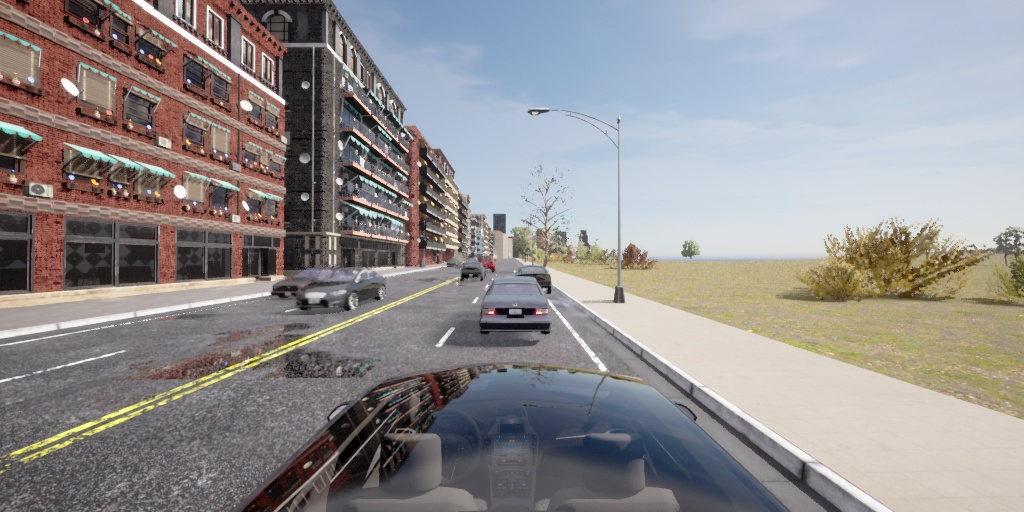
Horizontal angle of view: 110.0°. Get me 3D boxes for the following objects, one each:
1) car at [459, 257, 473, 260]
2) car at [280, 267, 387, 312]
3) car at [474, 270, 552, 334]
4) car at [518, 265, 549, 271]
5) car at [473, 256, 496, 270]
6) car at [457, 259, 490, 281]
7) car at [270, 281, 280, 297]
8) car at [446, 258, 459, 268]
[{"bbox_3d":[-6.647,1.102,57.392,2.097,1.767,4.553,0,0,0],"label":"car"},{"bbox_3d":[-6.616,1.243,14.429,2.128,1.511,4.902,0,0,0],"label":"car"},{"bbox_3d":[0.092,1.299,10.575,2.033,1.411,5.357,0,0,0],"label":"car"},{"bbox_3d":[1.116,1.230,20.339,1.882,1.535,5.008,0,0,0],"label":"car"},{"bbox_3d":[-3.197,0.972,45.063,2.150,2.045,5.566,0,0,0],"label":"car"},{"bbox_3d":[-3.182,1.257,30.282,1.837,1.490,4.892,0,0,0],"label":"car"},{"bbox_3d":[-9.870,1.299,18.455,2.033,1.411,5.357,0,0,0],"label":"car"},{"bbox_3d":[-9.887,1.101,61.043,2.097,1.767,4.553,0,0,0],"label":"car"}]
